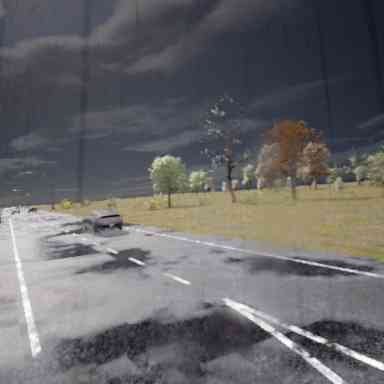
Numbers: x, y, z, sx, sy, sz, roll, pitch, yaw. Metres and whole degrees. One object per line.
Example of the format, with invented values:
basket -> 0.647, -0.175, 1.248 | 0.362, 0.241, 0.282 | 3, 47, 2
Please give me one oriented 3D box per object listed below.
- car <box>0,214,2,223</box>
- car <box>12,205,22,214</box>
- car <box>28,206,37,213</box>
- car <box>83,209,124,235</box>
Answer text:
car -> -26.530, 3.471, 44.548 | 1.812, 1.442, 4.674 | -5, 0, -29
car -> -43.473, 4.677, 82.196 | 1.812, 1.442, 4.674 | -5, 0, -27
car -> -39.554, 4.350, 82.566 | 1.837, 1.490, 4.892 | -4, 0, -29
car -> -6.094, 1.911, 22.449 | 2.128, 1.511, 4.902 | -4, 0, -29
